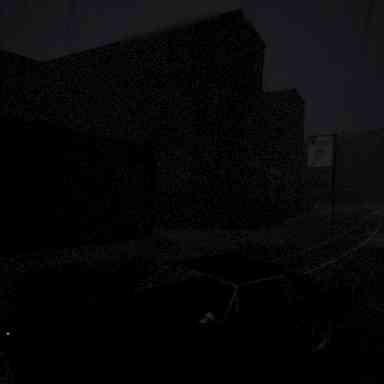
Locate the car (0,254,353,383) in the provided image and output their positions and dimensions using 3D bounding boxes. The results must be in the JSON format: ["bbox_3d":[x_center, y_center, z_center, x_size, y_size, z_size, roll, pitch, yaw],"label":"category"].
[{"bbox_3d":[0.161,1.620,4.355,4.718,1.301,1.895,0,0,-40],"label":"car"}]
